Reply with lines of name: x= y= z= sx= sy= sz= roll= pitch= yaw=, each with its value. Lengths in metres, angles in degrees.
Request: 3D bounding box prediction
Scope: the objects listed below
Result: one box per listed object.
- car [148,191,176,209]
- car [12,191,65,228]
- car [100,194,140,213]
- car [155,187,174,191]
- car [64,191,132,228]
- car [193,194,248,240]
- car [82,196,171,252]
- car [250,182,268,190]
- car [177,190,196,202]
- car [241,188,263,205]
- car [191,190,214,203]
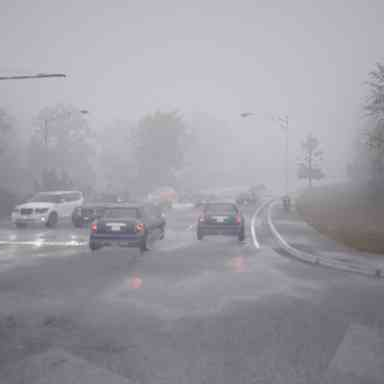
car: x=-3.121 y=0.954 z=29.638 sx=1.812 sy=1.442 sz=4.674 roll=0 pitch=3 yaw=15
car: x=-8.636 y=0.975 z=20.741 sx=2.150 sy=2.045 sz=5.566 roll=0 pitch=1 yaw=9
car: x=-6.498 y=0.979 z=30.558 sx=1.994 sy=1.385 sz=4.181 roll=0 pitch=3 yaw=14
car: x=-3.576 y=0.229 z=40.332 sx=2.097 sy=1.767 sz=4.553 roll=0 pitch=4 yaw=19
car: x=-5.157 y=0.980 z=20.308 sx=2.150 sy=2.045 sz=5.566 roll=0 pitch=1 yaw=9
car: x=1.513 y=1.197 z=16.341 sx=2.097 sy=1.767 sz=4.553 roll=0 pitch=1 yaw=8
car: x=-2.392 y=1.241 z=13.532 sx=2.097 sy=1.767 sz=4.553 roll=0 pitch=1 yaw=6
car: x=11.135 y=-0.906 z=55.745 sx=1.812 sy=1.442 sz=4.674 roll=0 pitch=4 yaw=29
car: x=-0.160 y=0.471 z=39.486 sx=1.895 sy=1.301 sz=4.718 roll=0 pitch=4 yaw=19
car: x=6.101 y=0.605 z=35.609 sx=1.895 sy=1.301 sz=4.718 roll=0 pitch=4 yaw=18
car: x=1.683 y=0.776 z=33.144 sx=1.994 sy=1.385 sz=4.181 roll=0 pitch=3 yaw=16
